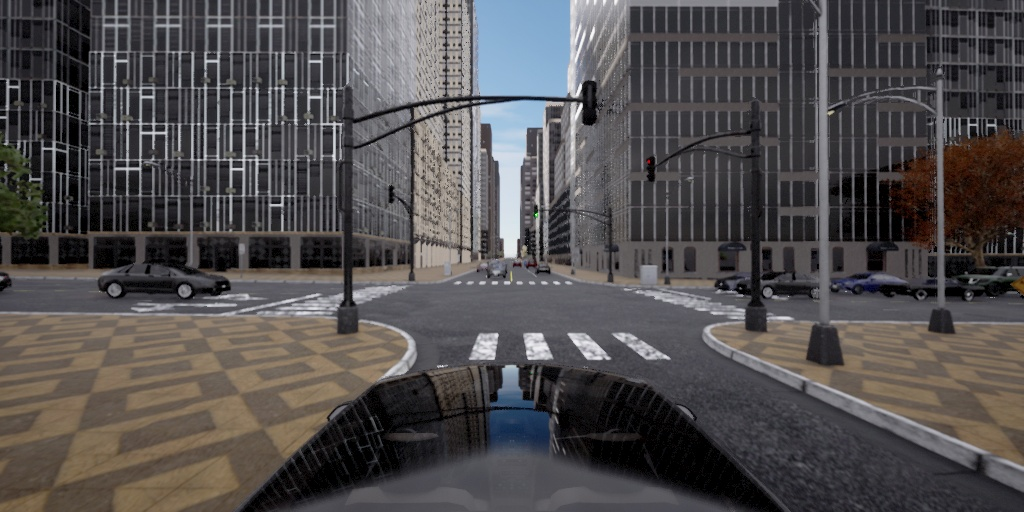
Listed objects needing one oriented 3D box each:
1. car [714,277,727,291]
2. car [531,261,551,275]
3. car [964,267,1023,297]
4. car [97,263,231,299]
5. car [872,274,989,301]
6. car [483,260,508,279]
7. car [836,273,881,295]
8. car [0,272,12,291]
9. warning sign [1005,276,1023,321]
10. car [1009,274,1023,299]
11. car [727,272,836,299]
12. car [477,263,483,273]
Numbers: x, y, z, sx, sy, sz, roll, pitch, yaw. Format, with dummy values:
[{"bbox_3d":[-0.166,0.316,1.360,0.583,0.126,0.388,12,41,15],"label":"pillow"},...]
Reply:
[{"bbox_3d":[16.150,1.778,24.388,4.181,1.385,1.994,1,0,-3],"label":"car"},{"bbox_3d":[3.888,1.616,45.515,1.948,1.339,4.313,0,0,0],"label":"car"},{"bbox_3d":[34.178,1.764,25.236,5.566,2.045,2.150,1,0,-3],"label":"car"},{"bbox_3d":[-15.519,1.089,16.188,4.892,1.490,1.837,1,0,-3],"label":"car"},{"bbox_3d":[25.024,1.956,21.555,4.718,1.301,1.895,1,0,-3],"label":"car"},{"bbox_3d":[-1.532,1.488,36.879,2.128,1.511,4.902,0,0,0],"label":"car"},{"bbox_3d":[24.551,1.893,24.784,4.674,1.442,1.812,1,0,-3],"label":"car"},{"bbox_3d":[-25.302,0.894,15.732,4.902,1.511,2.128,1,0,-3],"label":"car"},{"bbox_3d":[17.266,1.270,11.724,1.060,1.860,1.300,0,0,-3],"label":"warning sign"},{"bbox_3d":[34.116,2.047,21.973,4.674,1.442,1.812,1,0,-2],"label":"car"},{"bbox_3d":[15.781,1.692,21.128,4.892,1.490,1.837,1,0,-4],"label":"car"},{"bbox_3d":[-4.069,1.665,51.001,1.802,1.307,4.207,0,0,0],"label":"car"}]
